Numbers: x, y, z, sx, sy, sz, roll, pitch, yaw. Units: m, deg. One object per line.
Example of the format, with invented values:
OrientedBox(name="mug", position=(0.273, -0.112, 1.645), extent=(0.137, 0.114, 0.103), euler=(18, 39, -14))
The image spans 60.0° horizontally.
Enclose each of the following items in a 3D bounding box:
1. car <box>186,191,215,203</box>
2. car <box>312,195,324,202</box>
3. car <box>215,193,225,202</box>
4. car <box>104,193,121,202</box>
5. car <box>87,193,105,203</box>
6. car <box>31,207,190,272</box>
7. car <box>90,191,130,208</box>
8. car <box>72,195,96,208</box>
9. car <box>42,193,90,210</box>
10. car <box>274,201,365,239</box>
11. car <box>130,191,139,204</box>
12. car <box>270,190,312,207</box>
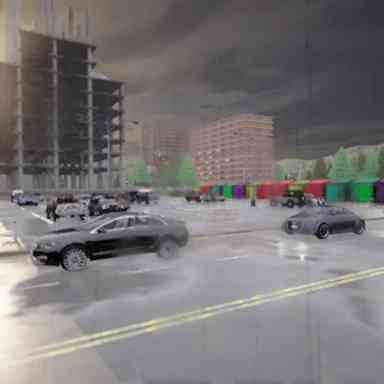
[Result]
OrientedBox(name="car", position=(0.897, 0.655, 50.094), extent=(1.932, 1.855, 4.605), euler=(-1, 1, -32))
OrientedBox(name="car", position=(12.653, 0.909, 36.766), extent=(1.970, 1.475, 3.806), euler=(-1, 1, -32))
OrientedBox(name="car", position=(3.390, 0.826, 51.574), extent=(1.784, 1.438, 3.905), euler=(-1, 1, -32))
OrientedBox(name="car", position=(-14.033, 0.934, 58.473), extent=(1.784, 1.438, 3.905), euler=(-1, 1, -32))
OrientedBox(name="car", position=(-16.489, 1.005, 56.941), extent=(1.970, 1.475, 3.806), euler=(-1, 1, -32))
OrientedBox(name="car", position=(-2.414, 1.413, 10.628), extent=(4.902, 1.511, 2.128), euler=(-1, 1, -31))
OrientedBox(name="car", position=(-6.439, 0.979, 24.823), extent=(1.905, 1.878, 3.866), euler=(-1, 1, -32))
OrientedBox(name="car", position=(-13.388, 1.129, 41.076), extent=(1.970, 1.475, 3.806), euler=(-1, 1, -32))
OrientedBox(name="car", position=(-8.923, 1.015, 23.337), extent=(1.932, 1.855, 4.605), euler=(-1, 1, -32))
OrientedBox(name="car", position=(6.280, 1.347, 15.844), extent=(4.181, 1.385, 1.994), euler=(-1, 1, -31))
OrientedBox(name="car", position=(-11.785, 0.686, 59.934), extent=(1.932, 1.855, 4.605), euler=(-1, 1, -32))
OrientedBox(name="car", position=(10.189, 0.710, 35.240), extent=(1.905, 1.878, 3.866), euler=(-1, 1, -32))
